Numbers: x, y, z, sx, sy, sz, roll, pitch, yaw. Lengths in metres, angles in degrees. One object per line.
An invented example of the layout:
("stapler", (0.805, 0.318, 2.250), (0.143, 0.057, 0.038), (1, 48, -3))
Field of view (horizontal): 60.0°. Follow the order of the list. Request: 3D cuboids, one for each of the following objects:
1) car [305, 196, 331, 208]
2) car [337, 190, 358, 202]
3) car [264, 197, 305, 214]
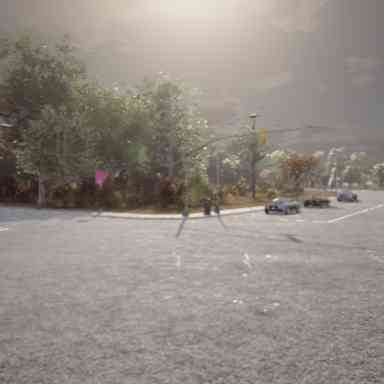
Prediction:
("car", (14.119, 1.082, 37.496), (1.895, 1.301, 4.718), (0, 1, 37))
("car", (23.115, 0.542, 49.405), (2.097, 1.767, 4.553), (0, 2, 37))
("car", (8.014, 1.170, 29.337), (1.994, 1.385, 4.181), (0, 1, 37))
